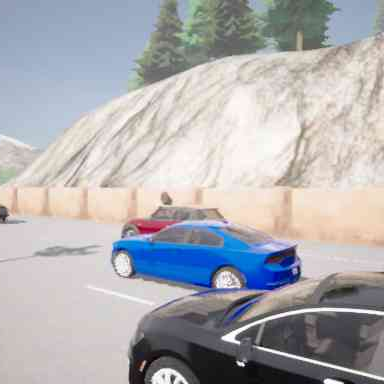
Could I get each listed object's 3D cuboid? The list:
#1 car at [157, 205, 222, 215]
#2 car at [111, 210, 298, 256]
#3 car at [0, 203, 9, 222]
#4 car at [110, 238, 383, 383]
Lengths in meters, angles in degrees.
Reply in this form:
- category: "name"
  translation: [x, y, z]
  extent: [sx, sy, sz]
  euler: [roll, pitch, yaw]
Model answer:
- category: "car"
  translation: [-0.688, 1.294, 13.087]
  extent: [4.553, 1.767, 2.097]
  euler: [1, 0, 36]
- category: "car"
  translation: [0.092, 1.445, 8.230]
  extent: [5.008, 1.535, 1.882]
  euler: [1, 0, 36]
- category: "car"
  translation: [-14.553, 1.304, 22.989]
  extent: [4.902, 1.511, 2.128]
  euler: [1, 0, 36]
- category: "car"
  translation: [1.543, 1.503, 2.890]
  extent: [4.892, 1.490, 1.837]
  euler: [1, 0, 36]
